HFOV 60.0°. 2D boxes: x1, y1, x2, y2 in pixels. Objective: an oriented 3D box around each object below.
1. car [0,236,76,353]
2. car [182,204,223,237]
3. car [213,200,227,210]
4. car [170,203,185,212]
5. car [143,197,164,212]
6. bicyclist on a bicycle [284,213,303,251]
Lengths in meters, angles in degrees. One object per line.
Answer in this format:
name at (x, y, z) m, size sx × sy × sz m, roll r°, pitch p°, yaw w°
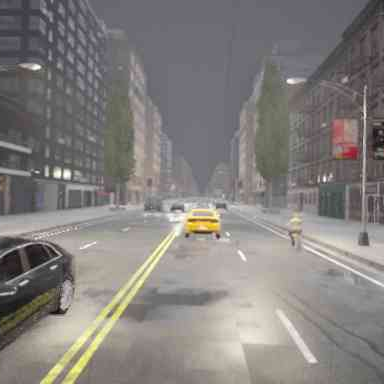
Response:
car at (-3.285, 1.497, 4.867) m, size 1.837 × 1.490 × 4.892 m, roll 1°, pitch -1°, yaw 2°
car at (0.651, 1.745, 19.936) m, size 1.882 × 1.535 × 5.008 m, roll 1°, pitch -1°, yaw 2°
car at (5.184, 2.335, 59.735) m, size 1.882 × 1.535 × 5.008 m, roll 1°, pitch -1°, yaw 2°
car at (-1.954, 2.134, 45.953) m, size 1.895 × 1.301 × 4.718 m, roll 1°, pitch -1°, yaw 2°
car at (-5.199, 1.683, 45.844) m, size 2.150 × 2.045 × 5.566 m, roll 1°, pitch -1°, yaw 2°
bicyclist on a bicycle at (4.567, 1.724, 14.743) m, size 0.866 × 1.612 × 1.509 m, roll 1°, pitch -1°, yaw 2°
